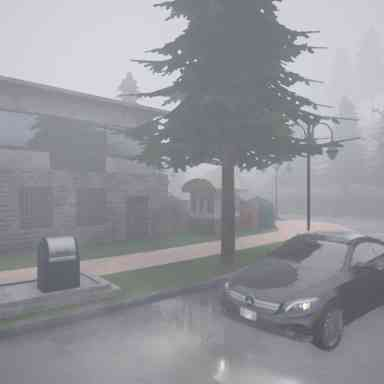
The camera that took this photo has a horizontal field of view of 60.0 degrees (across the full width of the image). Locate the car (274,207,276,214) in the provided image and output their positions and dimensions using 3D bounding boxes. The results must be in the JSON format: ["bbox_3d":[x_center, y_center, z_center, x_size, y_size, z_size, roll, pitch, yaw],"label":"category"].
[{"bbox_3d":[4.880,1.444,28.961,4.718,1.301,1.895,0,0,43],"label":"car"}]

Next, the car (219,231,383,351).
[{"bbox_3d":[2.584,1.526,6.400,4.674,1.442,1.812,0,0,-41],"label":"car"}]
